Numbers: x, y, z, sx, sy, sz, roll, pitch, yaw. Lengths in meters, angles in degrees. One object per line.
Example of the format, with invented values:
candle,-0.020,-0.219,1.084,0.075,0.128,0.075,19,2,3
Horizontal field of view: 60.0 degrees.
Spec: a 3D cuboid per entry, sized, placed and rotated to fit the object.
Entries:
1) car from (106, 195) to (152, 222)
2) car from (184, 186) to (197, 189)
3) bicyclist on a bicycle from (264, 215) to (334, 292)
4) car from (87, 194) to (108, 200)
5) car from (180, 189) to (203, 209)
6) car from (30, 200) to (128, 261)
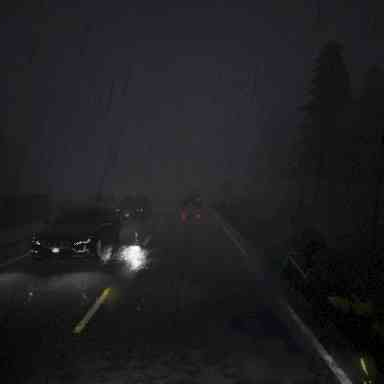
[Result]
car,-3.673,0.996,21.303,2.128,1.511,4.902,0,1,0
car,-0.162,0.178,44.548,2.150,2.045,5.566,0,1,0
bicyclist on a bicycle,2.327,1.309,6.955,1.656,1.620,0.582,1,1,0
car,-6.566,0.900,24.024,1.816,1.474,4.193,6,1,-3
car,-0.075,0.778,31.917,1.812,1.442,4.674,0,1,0
car,-3.636,1.244,11.264,1.837,1.490,4.892,0,1,0
